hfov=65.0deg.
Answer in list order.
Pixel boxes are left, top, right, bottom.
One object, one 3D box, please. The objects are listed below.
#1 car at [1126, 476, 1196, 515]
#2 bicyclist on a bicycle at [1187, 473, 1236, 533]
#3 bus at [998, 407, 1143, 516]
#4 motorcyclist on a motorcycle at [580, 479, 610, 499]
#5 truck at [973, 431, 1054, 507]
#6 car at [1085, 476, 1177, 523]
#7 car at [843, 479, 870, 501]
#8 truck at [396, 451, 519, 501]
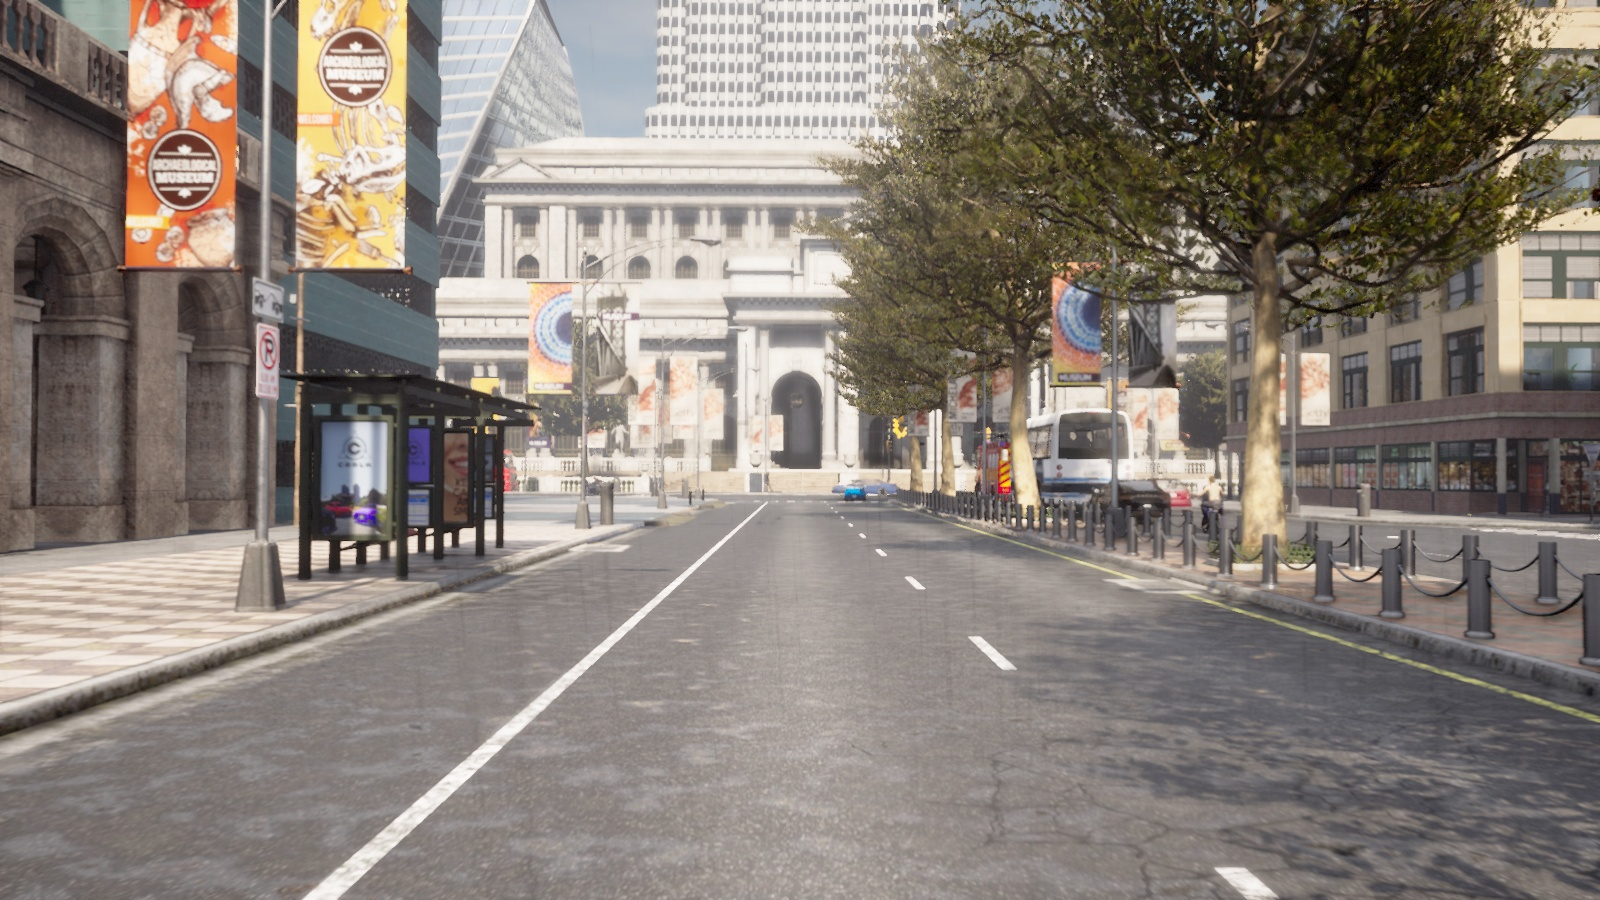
[{"bbox_3d":[14.870,1.842,51.896,1.789,1.549,3.705,0,-1,0],"label":"car"},{"bbox_3d":[11.420,1.453,34.911,0.866,1.612,1.509,0,-1,0],"label":"bicyclist on a bicycle"},{"bbox_3d":[11.360,0.547,54.083,3.944,4.253,10.273,0,-1,0],"label":"bus"},{"bbox_3d":[-15.740,2.964,96.360,2.191,1.530,0.866,0,-1,0],"label":"motorcyclist on a motorcycle"},{"bbox_3d":[11.282,1.036,67.165,2.891,3.827,8.468,0,-1,0],"label":"truck"},{"bbox_3d":[11.393,1.678,43.577,1.882,1.535,5.008,0,-1,0],"label":"car"},{"bbox_3d":[3.691,2.600,81.935,1.481,1.376,2.207,-1,-2,10],"label":"car"},{"bbox_3d":[-24.305,1.833,89.388,7.936,3.462,2.891,0,-1,0],"label":"truck"}]
